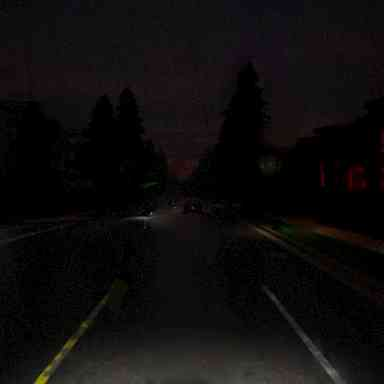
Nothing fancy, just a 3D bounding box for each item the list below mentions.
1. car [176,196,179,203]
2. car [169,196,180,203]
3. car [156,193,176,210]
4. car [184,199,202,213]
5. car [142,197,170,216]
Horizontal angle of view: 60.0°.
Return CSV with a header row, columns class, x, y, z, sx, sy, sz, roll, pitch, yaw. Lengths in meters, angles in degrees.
class,x,y,z,sx,sy,sz,roll,pitch,yaw
car,-3.597,1.343,52.806,2.097,1.767,4.553,0,0,0
car,-3.534,1.537,68.115,2.033,1.411,5.357,0,0,0
car,-3.609,1.214,42.558,2.150,2.045,5.566,0,0,0
car,0.087,1.472,36.853,1.882,1.535,5.008,0,0,0
car,-3.611,1.542,32.343,2.033,1.411,5.357,0,0,0
